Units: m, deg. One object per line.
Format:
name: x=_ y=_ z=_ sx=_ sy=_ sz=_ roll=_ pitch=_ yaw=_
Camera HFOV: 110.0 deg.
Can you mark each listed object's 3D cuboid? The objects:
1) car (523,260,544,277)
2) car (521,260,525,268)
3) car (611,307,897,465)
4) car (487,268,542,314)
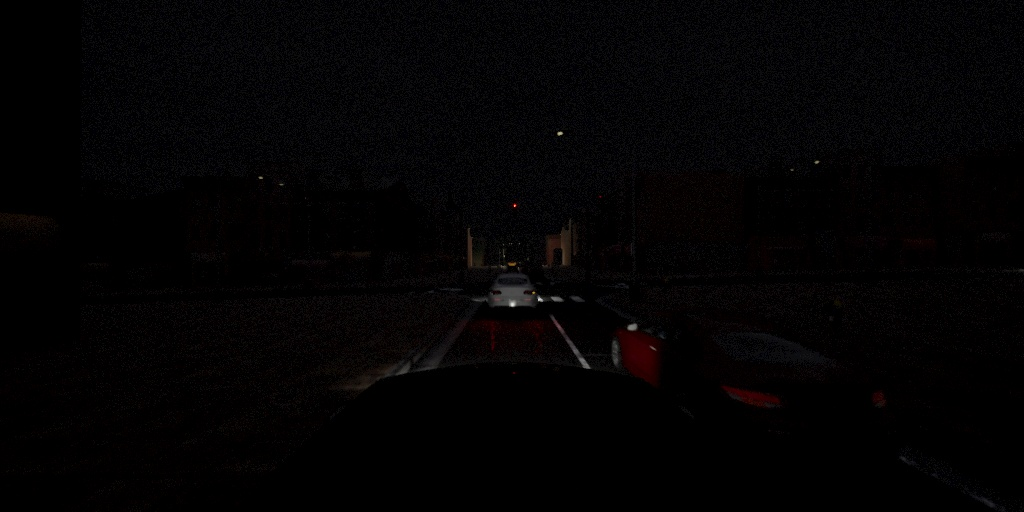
car: x=2.645 y=1.614 z=42.287 sx=1.967 sy=1.591 sz=4.097 roll=0 pitch=0 yaw=0
car: x=2.646 y=1.554 z=47.688 sx=2.192 sy=1.841 sz=5.009 roll=0 pitch=0 yaw=0
car: x=2.638 y=1.361 z=4.948 sx=1.802 sy=1.307 sz=4.207 roll=0 pitch=0 yaw=0
car: x=0.039 y=1.392 z=14.281 sx=1.812 sy=1.442 sz=4.674 roll=0 pitch=-1 yaw=0
